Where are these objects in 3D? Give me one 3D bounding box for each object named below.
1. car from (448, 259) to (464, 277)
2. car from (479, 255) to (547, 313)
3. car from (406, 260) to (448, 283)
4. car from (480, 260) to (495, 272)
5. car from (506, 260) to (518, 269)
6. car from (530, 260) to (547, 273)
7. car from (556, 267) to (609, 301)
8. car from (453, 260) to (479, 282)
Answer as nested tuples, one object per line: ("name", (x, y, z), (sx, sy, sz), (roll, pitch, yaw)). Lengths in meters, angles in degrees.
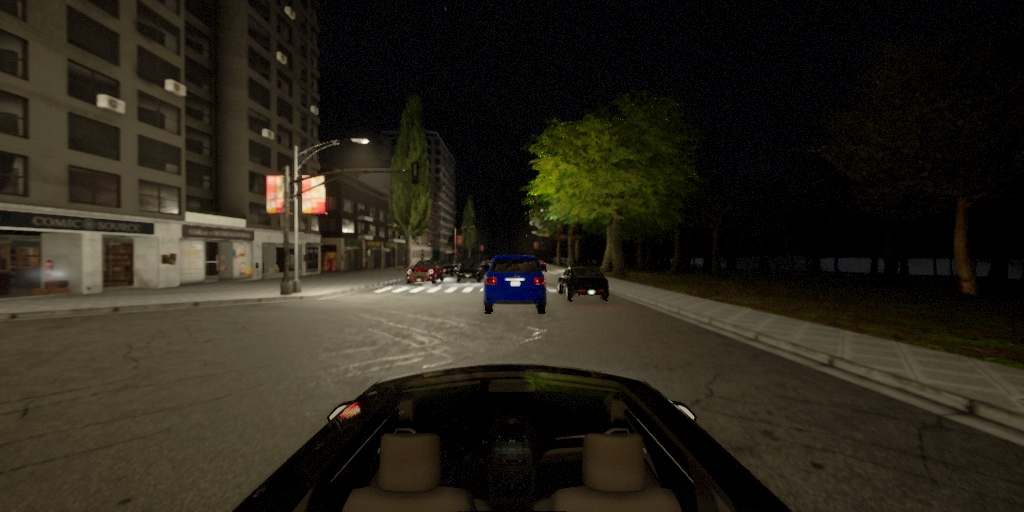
("car", (-6.590, 1.273, 36.585), (2.128, 1.511, 4.902), (0, 0, 0))
("car", (0.089, 0.982, 14.184), (2.150, 2.045, 5.566), (0, 0, 0))
("car", (-6.590, 1.124, 27.653), (2.097, 1.767, 4.553), (0, 0, 0))
("car", (-3.310, 1.335, 49.040), (1.812, 1.442, 4.674), (0, 0, 0))
("car", (-0.006, 1.362, 58.221), (1.812, 1.442, 4.674), (0, 0, 0))
("car", (3.345, 1.280, 46.240), (1.882, 1.535, 5.008), (0, 0, 0))
("car", (3.347, 1.269, 17.499), (1.837, 1.490, 4.892), (0, 0, 0))
("car", (-3.336, 1.279, 29.290), (1.837, 1.490, 4.892), (0, 0, 0))
